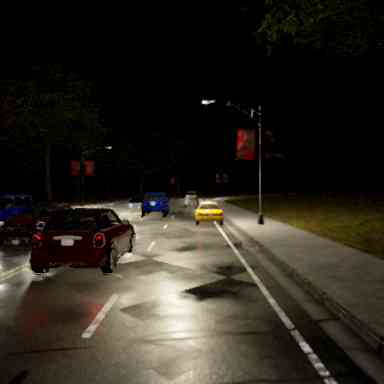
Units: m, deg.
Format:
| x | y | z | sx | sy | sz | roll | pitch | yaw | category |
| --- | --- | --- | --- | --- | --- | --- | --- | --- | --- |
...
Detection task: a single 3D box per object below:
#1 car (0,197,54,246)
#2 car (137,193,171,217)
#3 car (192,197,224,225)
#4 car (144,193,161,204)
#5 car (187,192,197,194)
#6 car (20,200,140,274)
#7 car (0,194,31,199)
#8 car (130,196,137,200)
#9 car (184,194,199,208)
| x | y | z | sx | sy | sz | roll | pitch | yaw | category |
| --- | --- | --- | --- | --- | --- | --- | --- | --- | --- |
| -6.612 | 1.273 | 14.667 | 2.097 | 1.767 | 4.553 | 0 | 0 | 0 | car |
| -3.173 | 1.069 | 29.667 | 2.150 | 2.045 | 5.566 | 0 | 0 | 0 | car |
| 1.119 | 1.336 | 22.740 | 1.801 | 1.575 | 5.366 | 0 | 0 | 0 | car |
| -6.540 | 1.089 | 55.661 | 2.097 | 1.767 | 4.553 | 0 | 0 | 1 | car |
| 0.020 | 0.940 | 58.754 | 2.150 | 2.045 | 5.566 | 0 | 0 | 3 | car |
| -3.159 | 1.294 | 10.555 | 2.097 | 1.767 | 4.553 | 0 | 0 | 0 | car |
| -9.865 | 1.132 | 16.704 | 2.150 | 2.045 | 5.566 | 0 | 0 | 0 | car |
| -9.721 | 1.326 | 58.902 | 1.895 | 1.301 | 4.718 | 0 | 0 | 2 | car |
| -0.012 | 1.309 | 44.621 | 1.812 | 1.442 | 4.674 | 0 | 0 | 0 | car |
